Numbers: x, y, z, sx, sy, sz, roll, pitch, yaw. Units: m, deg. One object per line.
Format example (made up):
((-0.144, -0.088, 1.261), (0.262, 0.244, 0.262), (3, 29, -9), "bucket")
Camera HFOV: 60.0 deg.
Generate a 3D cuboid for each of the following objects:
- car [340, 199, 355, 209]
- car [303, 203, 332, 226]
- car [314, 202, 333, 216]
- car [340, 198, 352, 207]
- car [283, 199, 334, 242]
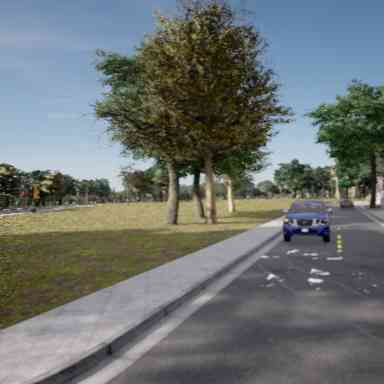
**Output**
((24.572, 1.910, 52.561), (2.128, 1.511, 4.902), (-3, -1, 24), "car")
((10.410, 1.803, 27.363), (1.882, 1.535, 5.008), (-3, -1, 23), "car")
((15.695, 1.963, 39.459), (1.812, 1.442, 4.674), (-3, -2, 24), "car")
((28.509, 1.984, 61.836), (1.837, 1.490, 4.892), (-3, -1, 23), "car")
((6.376, 1.458, 18.135), (2.150, 2.045, 5.566), (-3, -2, 24), "car")
